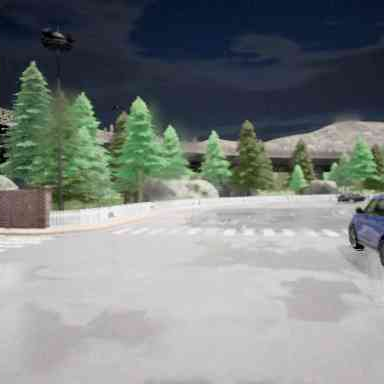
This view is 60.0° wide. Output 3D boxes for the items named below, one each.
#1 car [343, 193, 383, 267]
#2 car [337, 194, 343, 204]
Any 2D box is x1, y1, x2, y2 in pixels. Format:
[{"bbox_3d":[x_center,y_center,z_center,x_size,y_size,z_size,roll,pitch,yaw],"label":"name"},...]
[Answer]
[{"bbox_3d":[6.487,1.067,10.090,2.150,2.045,5.566,-1,0,12],"label":"car"},{"bbox_3d":[22.955,0.900,47.381,4.892,1.490,1.837,-1,-1,-25],"label":"car"}]
